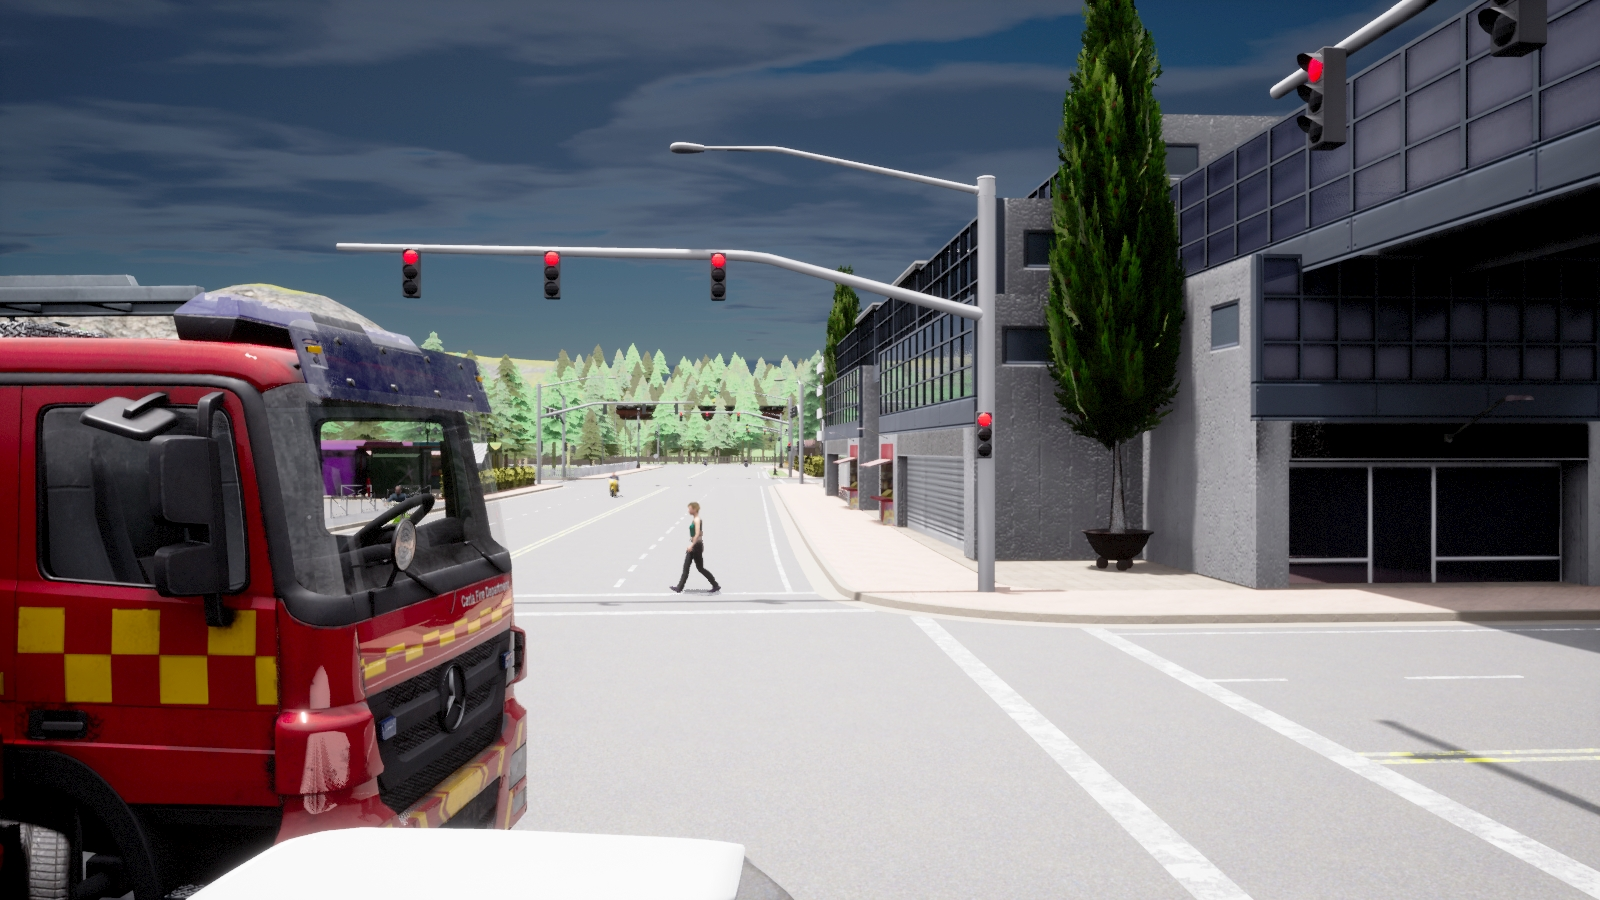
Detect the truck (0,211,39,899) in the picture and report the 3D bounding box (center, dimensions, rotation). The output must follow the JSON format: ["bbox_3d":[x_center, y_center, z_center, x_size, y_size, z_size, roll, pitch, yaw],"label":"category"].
[{"bbox_3d":[-7.587,0.890,3.490,8.468,3.827,2.891,0,0,-3],"label":"truck"}]

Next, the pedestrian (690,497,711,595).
[{"bbox_3d":[-1.932,1.848,22.140,0.375,1.860,0.375,0,0,-8],"label":"pedestrian"}]

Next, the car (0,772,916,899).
[{"bbox_3d":[-1.549,2.065,3.579,3.806,1.475,1.970,0,0,5],"label":"car"}]

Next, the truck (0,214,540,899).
[{"bbox_3d":[-6.102,0.890,6.659,8.468,3.827,2.891,0,0,4],"label":"truck"}]
